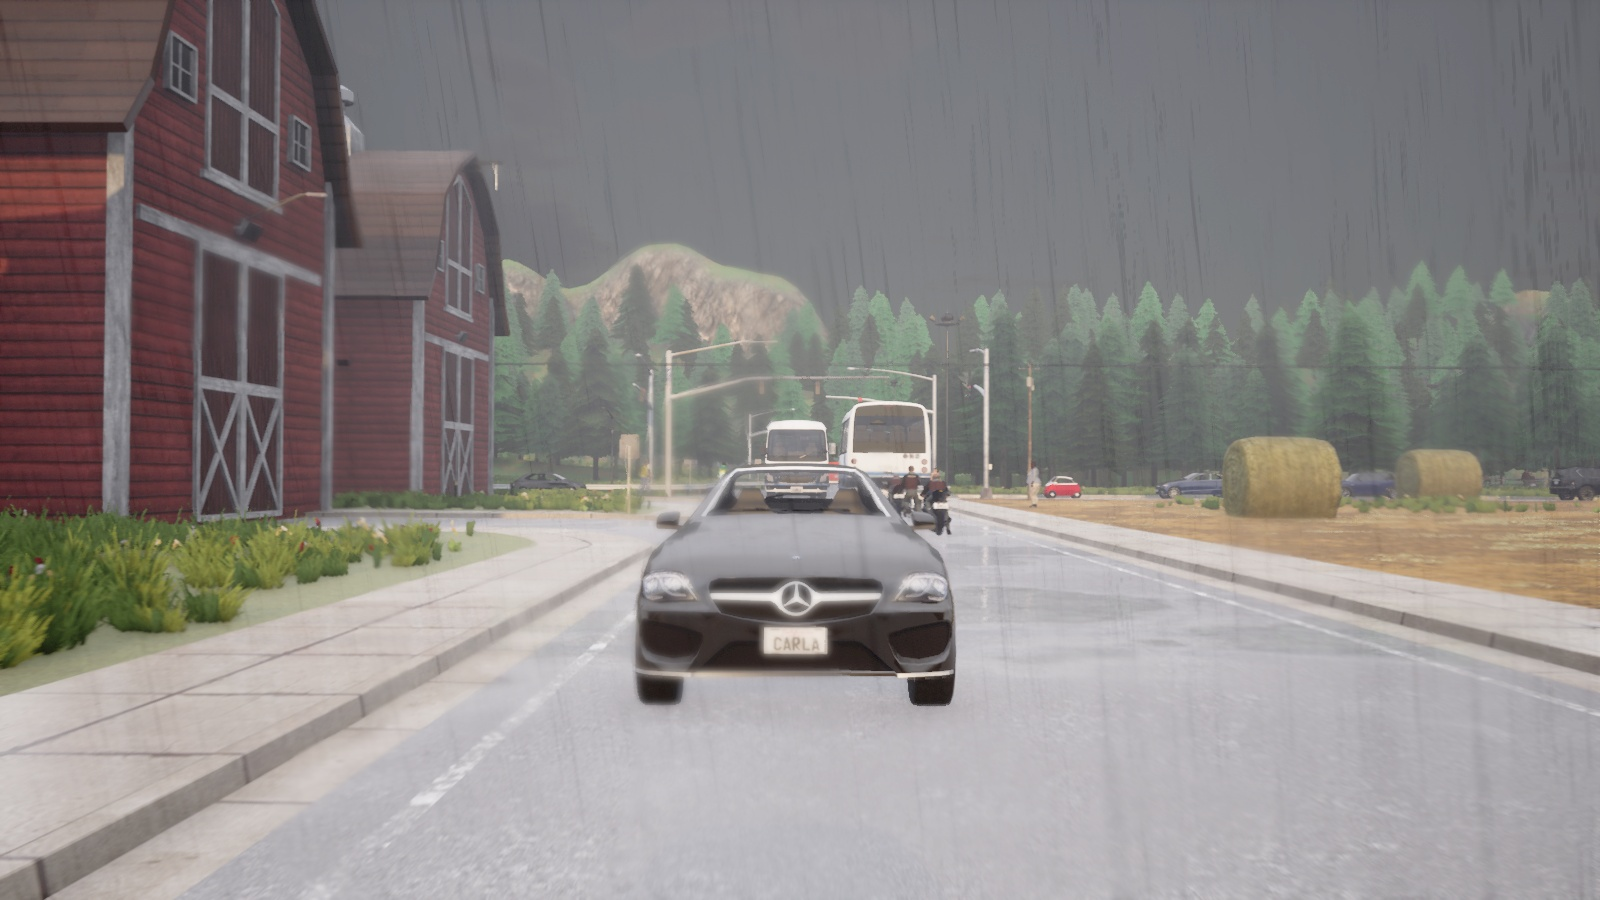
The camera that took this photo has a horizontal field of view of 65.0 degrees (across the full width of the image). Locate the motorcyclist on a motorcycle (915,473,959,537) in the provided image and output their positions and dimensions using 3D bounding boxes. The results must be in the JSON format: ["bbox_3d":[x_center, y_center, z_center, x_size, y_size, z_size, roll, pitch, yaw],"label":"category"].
[{"bbox_3d":[3.426,1.359,31.632,0.866,1.530,2.191,0,-1,0],"label":"motorcyclist on a motorcycle"}]

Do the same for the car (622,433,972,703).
[{"bbox_3d":[-0.026,0.769,10.249,2.152,1.651,5.027,0,-1,0],"label":"car"}]

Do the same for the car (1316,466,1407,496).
[{"bbox_3d":[33.930,1.865,76.021,4.553,1.767,2.097,0,-1,1],"label":"car"}]

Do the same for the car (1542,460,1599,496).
[{"bbox_3d":[46.206,1.613,72.333,5.566,2.045,2.150,0,-1,1],"label":"car"}]

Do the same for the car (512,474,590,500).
[{"bbox_3d":[-14.510,2.166,73.275,4.193,1.474,1.816,0,-1,1],"label":"car"}]

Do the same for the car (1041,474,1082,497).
[{"bbox_3d":[15.898,2.137,76.299,2.207,1.376,1.481,0,-1,1],"label":"car"}]

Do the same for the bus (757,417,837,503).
[{"bbox_3d":[-0.170,0.599,67.661,3.944,4.253,10.273,0,-1,0],"label":"bus"}]

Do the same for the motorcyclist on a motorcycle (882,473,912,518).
[{"bbox_3d":[3.393,1.590,44.067,0.866,1.530,2.191,0,-1,0],"label":"motorcyclist on a motorcycle"}]

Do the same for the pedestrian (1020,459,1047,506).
[{"bbox_3d":[9.384,1.296,50.455,0.900,1.855,0.874,-1,-1,25],"label":"pedestrian"}]

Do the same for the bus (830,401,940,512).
[{"bbox_3d":[3.366,0.330,53.104,3.944,4.253,10.273,0,-1,0],"label":"bus"}]

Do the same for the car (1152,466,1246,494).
[{"bbox_3d":[24.172,1.826,76.174,5.027,1.651,2.152,0,-1,1],"label":"car"}]

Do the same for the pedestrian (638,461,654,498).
[{"bbox_3d":[-7.709,1.462,62.838,0.706,1.836,0.354,0,-1,-21],"label":"pedestrian"}]
